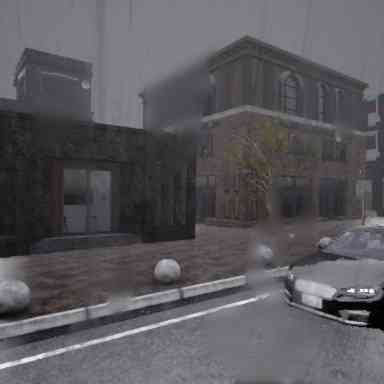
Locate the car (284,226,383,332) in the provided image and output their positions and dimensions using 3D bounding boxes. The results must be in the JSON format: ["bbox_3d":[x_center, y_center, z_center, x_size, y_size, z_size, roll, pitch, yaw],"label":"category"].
[{"bbox_3d":[3.932,1.493,6.807,4.902,1.511,2.128,0,0,-36],"label":"car"}]
